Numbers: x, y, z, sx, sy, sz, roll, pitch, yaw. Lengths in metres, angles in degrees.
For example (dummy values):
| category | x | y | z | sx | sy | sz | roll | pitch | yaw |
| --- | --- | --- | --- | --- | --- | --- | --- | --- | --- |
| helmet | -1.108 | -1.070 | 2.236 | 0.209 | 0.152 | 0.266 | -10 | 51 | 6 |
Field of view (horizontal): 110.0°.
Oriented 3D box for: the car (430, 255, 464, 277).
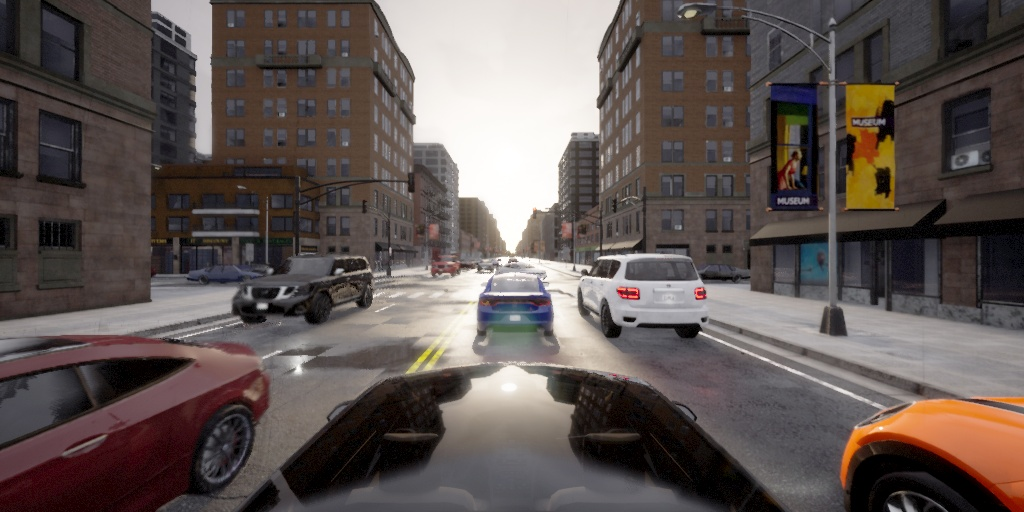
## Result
| category | x | y | z | sx | sy | sz | roll | pitch | yaw |
| --- | --- | --- | --- | --- | --- | --- | --- | --- | --- |
| car | -6.568 | 0.963 | 35.897 | 2.150 | 2.045 | 5.566 | 0 | 0 | 0 |

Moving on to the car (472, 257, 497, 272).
| category | x | y | z | sx | sy | sz | roll | pitch | yaw |
| --- | --- | --- | --- | --- | --- | --- | --- | --- | --- |
| car | -3.305 | 1.227 | 44.720 | 2.128 | 1.511 | 4.902 | 0 | 0 | 0 |

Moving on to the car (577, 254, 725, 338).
| category | x | y | z | sx | sy | sz | roll | pitch | yaw |
| --- | --- | --- | --- | --- | --- | --- | --- | --- | --- |
| car | 3.341 | 0.970 | 10.294 | 2.150 | 2.045 | 5.566 | 0 | 0 | 0 |

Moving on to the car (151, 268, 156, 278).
| category | x | y | z | sx | sy | sz | roll | pitch | yaw |
| --- | --- | --- | --- | --- | --- | --- | --- | --- | --- |
| car | -33.118 | 1.335 | 30.809 | 4.207 | 1.307 | 1.802 | 0 | 0 | 0 |

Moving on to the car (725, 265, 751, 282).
| category | x | y | z | sx | sy | sz | roll | pitch | yaw |
| --- | --- | --- | --- | --- | --- | --- | --- | --- | --- |
| car | 15.868 | 1.330 | 28.321 | 5.357 | 1.411 | 2.033 | 0 | 0 | 0 |

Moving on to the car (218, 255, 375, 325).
| category | x | y | z | sx | sy | sz | roll | pitch | yaw |
| --- | --- | --- | --- | --- | --- | --- | --- | --- | --- |
| car | -6.590 | 0.968 | 12.228 | 2.150 | 2.045 | 5.566 | 0 | 0 | 0 |

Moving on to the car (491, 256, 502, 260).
| category | x | y | z | sx | sy | sz | roll | pitch | yaw |
| --- | --- | --- | --- | --- | --- | --- | --- | --- | --- |
| car | -3.266 | 1.204 | 61.610 | 1.882 | 1.535 | 5.008 | 0 | 0 | 0 |

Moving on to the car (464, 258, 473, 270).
| category | x | y | z | sx | sy | sz | roll | pitch | yaw |
| --- | --- | --- | --- | --- | --- | --- | --- | --- | --- |
| car | -6.543 | 1.084 | 52.320 | 2.097 | 1.767 | 4.553 | 0 | 0 | 0 |

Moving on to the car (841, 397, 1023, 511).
| category | x | y | z | sx | sy | sz | roll | pitch | yaw |
| --- | --- | --- | --- | --- | --- | --- | --- | --- | --- |
| car | 3.343 | 1.102 | 0.584 | 2.097 | 1.767 | 4.553 | 0 | 0 | 0 |

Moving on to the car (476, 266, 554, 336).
| category | x | y | z | sx | sy | sz | roll | pitch | yaw |
| --- | --- | --- | --- | --- | --- | --- | --- | --- | --- |
| car | 0.090 | 1.226 | 10.436 | 1.882 | 1.535 | 5.008 | 0 | 0 | 0 |

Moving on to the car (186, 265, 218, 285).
| category | x | y | z | sx | sy | sz | roll | pitch | yaw |
| --- | --- | --- | --- | --- | --- | --- | --- | --- | --- |
| car | -19.624 | 1.284 | 25.241 | 5.357 | 1.411 | 2.033 | 0 | 0 | 0 |

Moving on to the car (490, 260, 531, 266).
| category | x | y | z | sx | sy | sz | roll | pitch | yaw |
| --- | --- | --- | --- | --- | --- | --- | --- | --- | --- |
| car | 0.691 | 1.272 | 28.905 | 4.674 | 1.442 | 1.812 | 0 | 1 | 44 |

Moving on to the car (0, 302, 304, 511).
| category | x | y | z | sx | sy | sz | roll | pitch | yaw |
| --- | --- | --- | --- | --- | --- | --- | --- | --- | --- |
| car | -3.351 | 1.275 | 1.817 | 1.812 | 1.442 | 4.674 | 0 | 0 | 0 |

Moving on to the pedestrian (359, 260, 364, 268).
| category | x | y | z | sx | sy | sz | roll | pitch | yaw |
| --- | --- | --- | --- | --- | --- | --- | --- | --- | --- |
| pedestrian | -14.110 | 0.911 | 33.569 | 0.375 | 1.860 | 0.375 | 0 | 0 | 0 |
